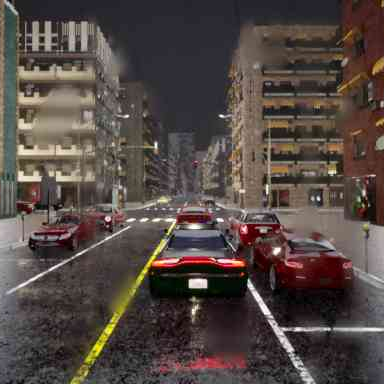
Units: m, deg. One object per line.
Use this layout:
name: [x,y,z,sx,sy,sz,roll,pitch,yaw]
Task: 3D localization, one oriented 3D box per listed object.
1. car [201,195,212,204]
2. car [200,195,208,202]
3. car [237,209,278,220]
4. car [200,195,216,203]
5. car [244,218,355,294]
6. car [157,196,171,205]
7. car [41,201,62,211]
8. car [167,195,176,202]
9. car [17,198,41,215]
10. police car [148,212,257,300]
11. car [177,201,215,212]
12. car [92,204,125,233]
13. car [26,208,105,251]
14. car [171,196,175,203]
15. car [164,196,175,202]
car: [2.799,1.449,63.524,1.967,1.590,4.097,1,0,0]
car: [2.859,1.554,80.537,1.887,1.381,4.507,1,0,0]
car: [2.624,1.443,14.083,1.967,1.590,4.097,1,0,0]
car: [2.758,1.559,52.182,2.008,1.369,4.403,1,0,0]
car: [2.603,1.584,8.534,1.802,1.307,4.206,1,0,0]
car: [-5.103,1.534,57.681,1.752,1.417,4.829,1,0,0]
car: [-17.487,1.590,39.069,4.313,1.339,1.947,0,-1,0]
car: [-5.022,1.554,80.534,1.887,1.381,4.507,1,0,0]
car: [-17.453,1.240,31.193,5.009,1.841,2.192,0,-1,0]
police car: [0.127,1.506,8.518,2.038,1.542,4.974,0,0,0]
car: [0.131,1.482,18.979,1.882,1.535,5.008,0,0,0]
car: [-5.245,1.444,19.638,1.967,1.590,4.097,1,0,0]
car: [-5.262,1.585,14.089,1.802,1.307,4.206,1,0,0]
car: [-5.062,1.534,69.023,1.752,1.417,4.829,1,0,0]
car: [-5.042,1.575,74.864,1.947,1.339,4.313,1,0,0]
